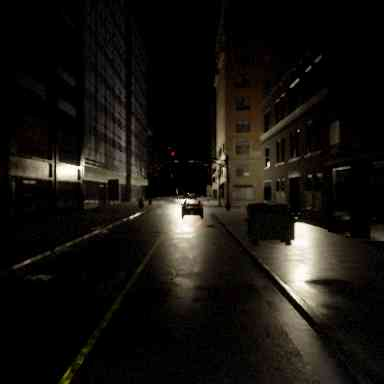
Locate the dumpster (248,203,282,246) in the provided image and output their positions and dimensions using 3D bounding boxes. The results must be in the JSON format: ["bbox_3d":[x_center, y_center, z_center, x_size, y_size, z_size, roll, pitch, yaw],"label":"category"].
[{"bbox_3d":[3.133,1.359,14.505,1.020,1.700,1.940,0,0,0],"label":"dumpster"}]

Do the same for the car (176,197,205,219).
[{"bbox_3d":[0.042,1.414,28.287,2.128,1.511,4.902,0,0,1],"label":"car"}]

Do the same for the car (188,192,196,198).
[{"bbox_3d":[-0.014,0.867,95.172,2.097,1.767,4.553,0,0,0],"label":"car"}]

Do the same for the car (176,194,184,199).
[{"bbox_3d":[-3.012,1.240,84.596,1.812,1.442,4.674,0,0,0],"label":"car"}]

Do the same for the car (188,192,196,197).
[{"bbox_3d":[-0.011,1.171,82.284,2.128,1.511,4.902,0,0,0],"label":"car"}]
